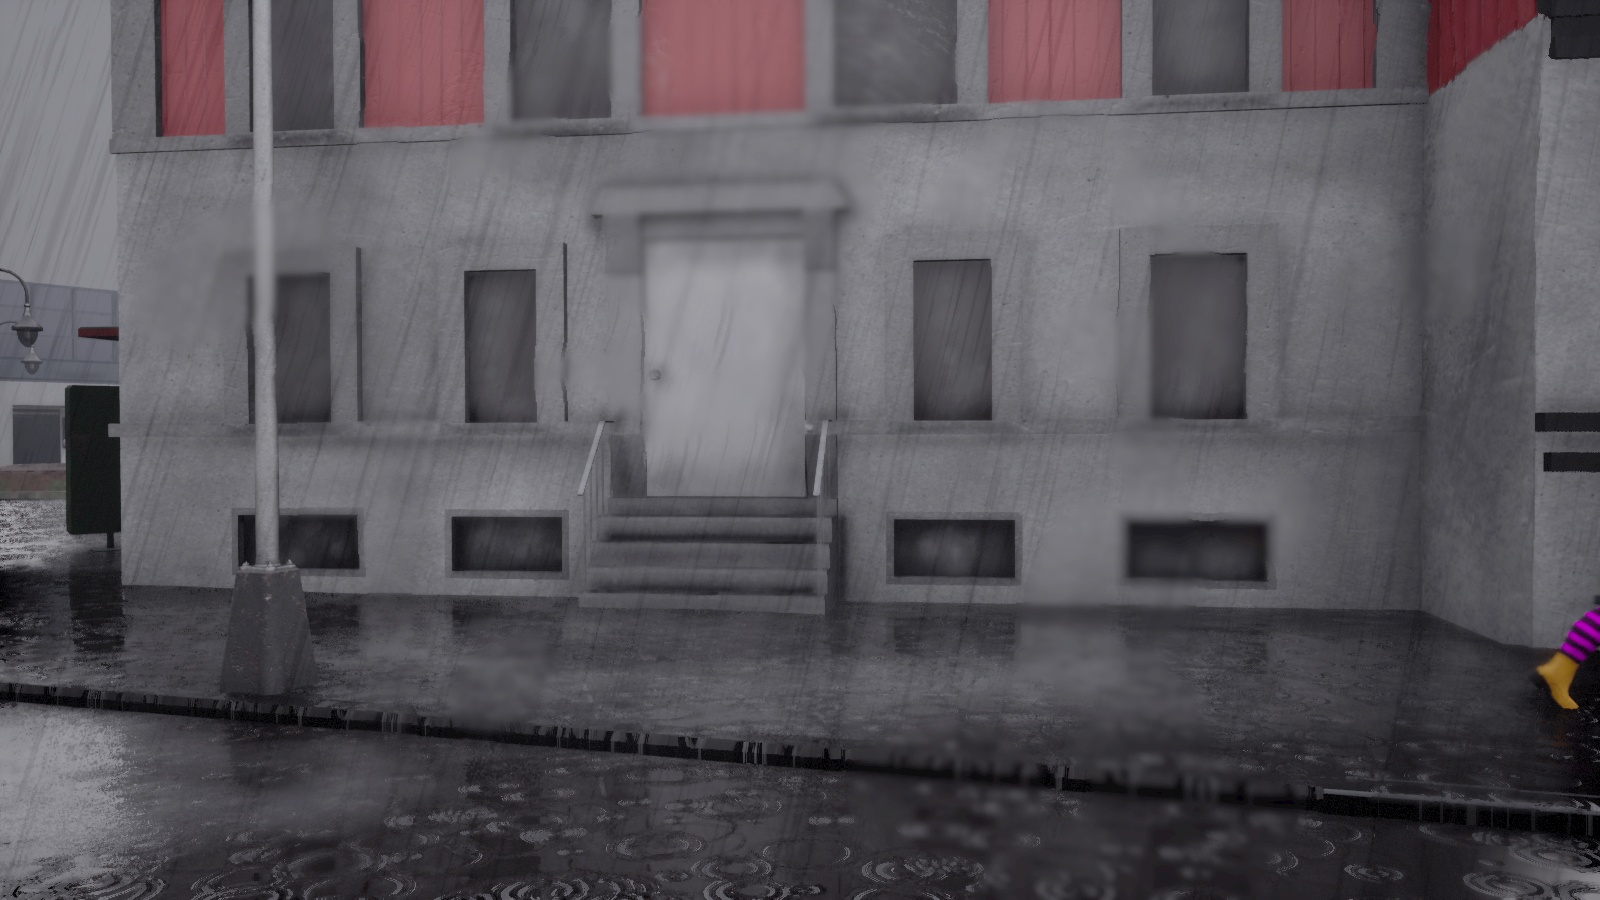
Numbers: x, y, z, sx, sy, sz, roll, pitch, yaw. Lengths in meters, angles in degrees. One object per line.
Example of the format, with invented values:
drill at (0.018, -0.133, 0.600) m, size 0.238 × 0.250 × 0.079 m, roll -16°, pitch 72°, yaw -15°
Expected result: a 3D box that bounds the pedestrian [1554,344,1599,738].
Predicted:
pedestrian at (4.396, 0.451, 6.373) m, size 0.873 × 1.952 × 0.659 m, roll 1°, pitch 1°, yaw 24°
